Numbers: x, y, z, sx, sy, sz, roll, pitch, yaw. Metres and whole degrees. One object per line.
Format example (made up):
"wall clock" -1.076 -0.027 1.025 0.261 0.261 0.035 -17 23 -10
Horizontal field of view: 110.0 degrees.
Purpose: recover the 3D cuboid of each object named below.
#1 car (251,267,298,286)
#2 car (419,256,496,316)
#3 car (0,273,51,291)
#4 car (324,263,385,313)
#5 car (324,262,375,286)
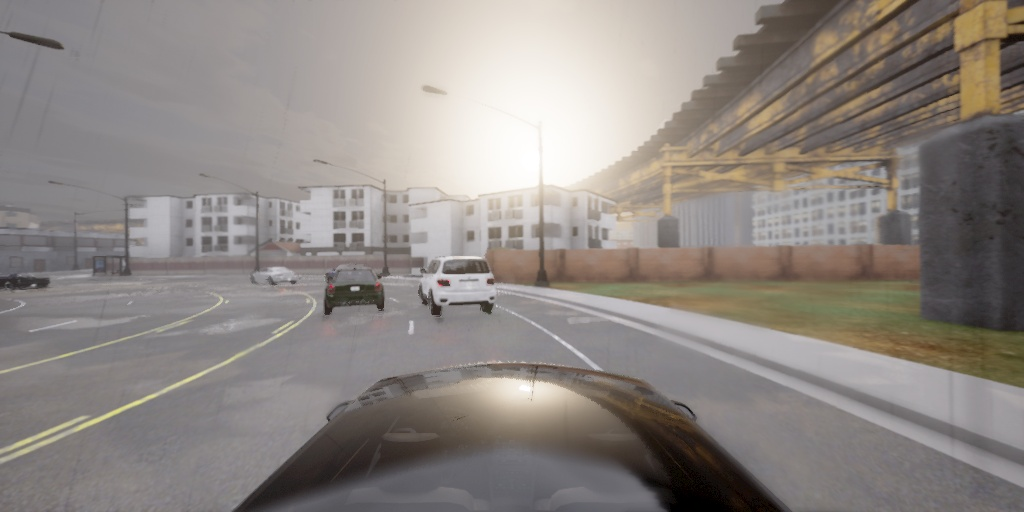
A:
"car" -19.327 1.615 29.169 4.674 1.442 1.812 -1 -1 32
"car" -2.301 1.046 14.134 2.150 2.045 5.566 0 0 -20
"car" -38.053 1.909 27.237 4.718 1.301 1.895 -1 0 8
"car" -6.582 1.233 15.058 2.097 1.767 4.553 -1 0 -23
"car" -13.251 1.367 29.105 4.553 1.767 2.097 -1 0 41
